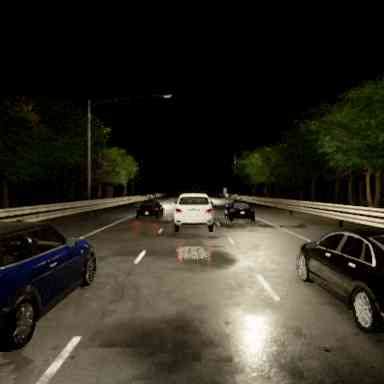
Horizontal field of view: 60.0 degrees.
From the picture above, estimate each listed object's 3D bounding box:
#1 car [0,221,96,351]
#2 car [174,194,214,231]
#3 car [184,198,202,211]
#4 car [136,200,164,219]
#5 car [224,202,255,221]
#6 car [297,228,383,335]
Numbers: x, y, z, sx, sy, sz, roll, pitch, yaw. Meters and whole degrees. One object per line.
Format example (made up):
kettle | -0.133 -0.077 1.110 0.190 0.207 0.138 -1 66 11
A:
car | -3.398 1.322 6.312 2.097 1.767 4.553 0 0 0
car | 0.106 1.127 19.962 2.150 2.045 5.566 0 0 0
car | 0.111 1.417 38.436 1.895 1.301 4.718 0 0 0
car | -3.392 1.397 27.244 1.812 1.442 4.674 0 0 0
car | 3.607 1.442 25.719 1.994 1.385 4.181 0 0 0
car | 3.602 1.473 6.632 1.837 1.490 4.892 0 0 0
